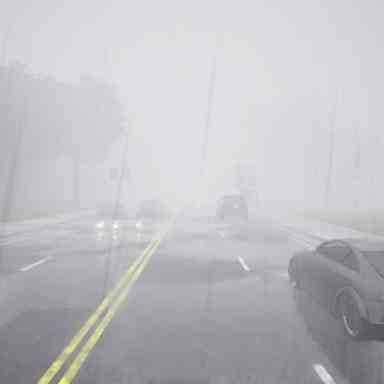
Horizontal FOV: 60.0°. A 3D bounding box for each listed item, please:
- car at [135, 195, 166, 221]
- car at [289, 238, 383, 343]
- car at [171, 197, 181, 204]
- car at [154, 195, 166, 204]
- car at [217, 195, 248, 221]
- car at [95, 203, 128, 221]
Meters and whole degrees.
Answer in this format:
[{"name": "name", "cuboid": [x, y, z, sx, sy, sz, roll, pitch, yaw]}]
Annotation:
[{"name": "car", "cuboid": [-3.361, 1.371, 27.526, 2.097, 1.767, 4.553, 0, 0, 0]}, {"name": "car", "cuboid": [3.334, 1.568, 6.459, 1.994, 1.385, 4.181, 0, 0, 0]}, {"name": "car", "cuboid": [-3.288, 1.671, 68.050, 1.895, 1.301, 4.718, 0, 0, 0]}, {"name": "car", "cuboid": [-6.539, 1.430, 68.111, 2.097, 1.767, 4.553, 0, 0, 0]}, {"name": "car", "cuboid": [3.333, 1.241, 27.957, 2.150, 2.045, 5.566, 0, 0, 0]}, {"name": "car", "cuboid": [-6.613, 1.583, 27.717, 1.994, 1.385, 4.181, 0, 0, 0]}]
